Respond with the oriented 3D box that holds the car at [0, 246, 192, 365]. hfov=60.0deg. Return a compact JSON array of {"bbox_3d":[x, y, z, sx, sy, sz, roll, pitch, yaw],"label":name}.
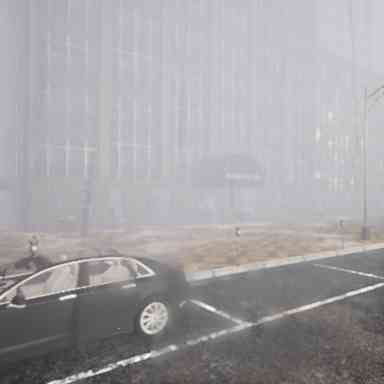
[{"bbox_3d":[-2.060,1.577,5.075,4.403,1.369,2.008,1,-1,-35],"label":"car"}]
